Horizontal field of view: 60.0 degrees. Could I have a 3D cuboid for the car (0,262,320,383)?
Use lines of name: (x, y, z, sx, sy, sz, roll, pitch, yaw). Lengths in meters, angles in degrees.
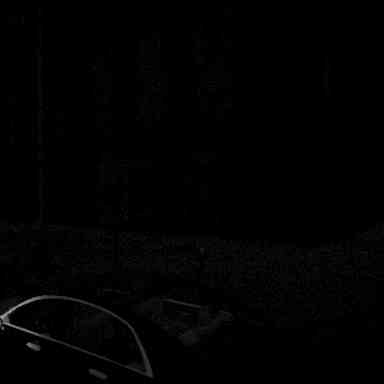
car: (-0.952, 1.577, 3.640, 4.403, 1.369, 2.008, -1, 0, 36)
